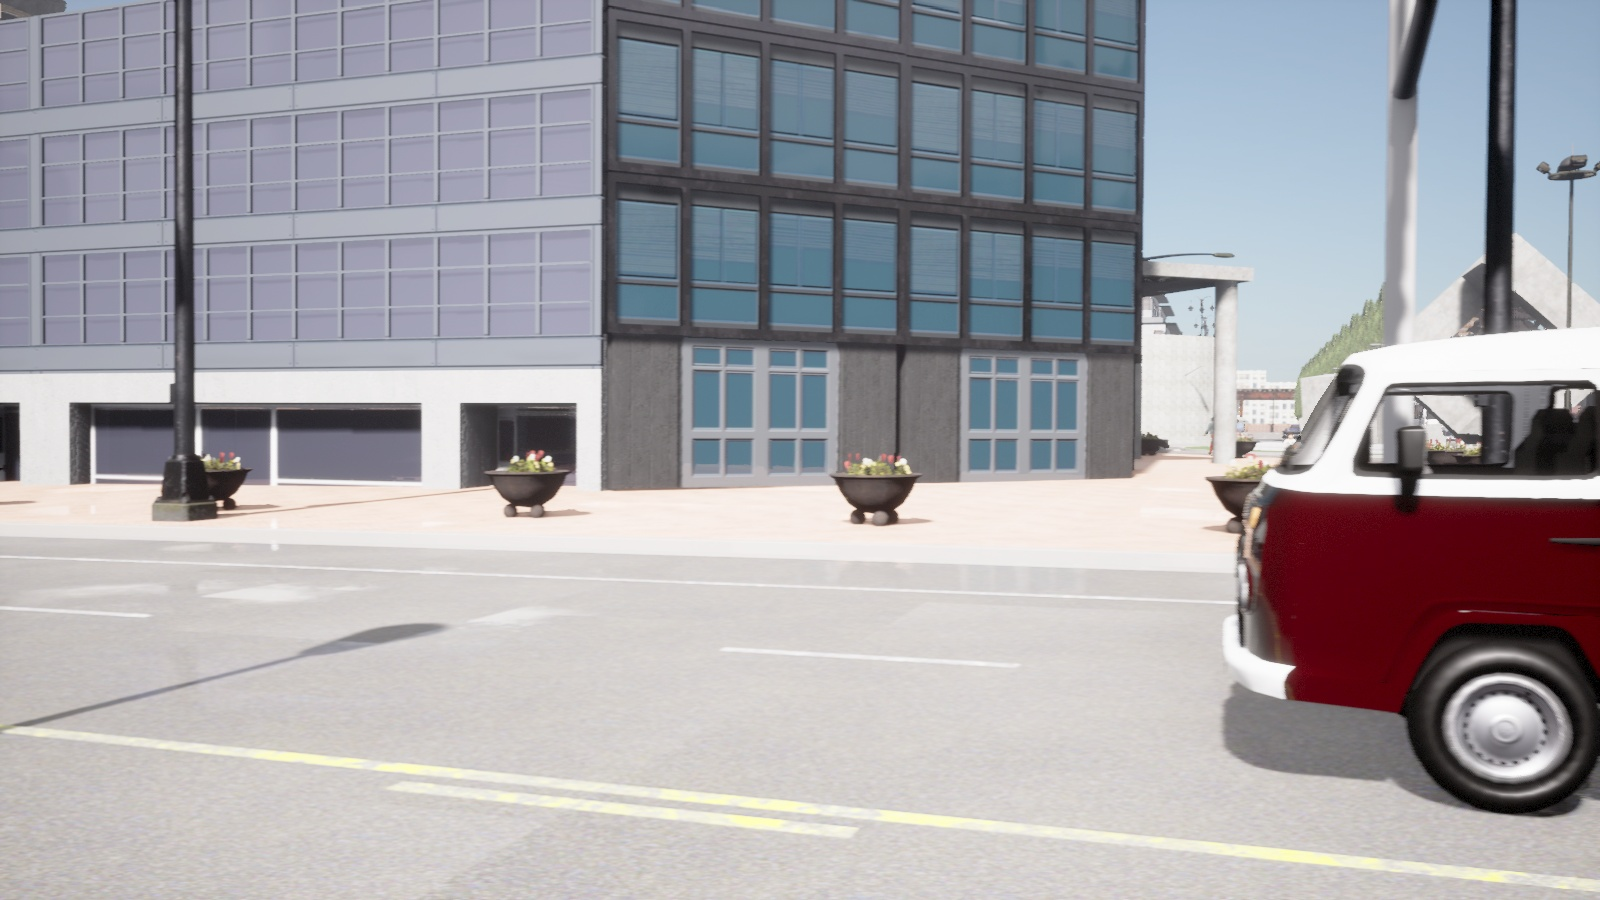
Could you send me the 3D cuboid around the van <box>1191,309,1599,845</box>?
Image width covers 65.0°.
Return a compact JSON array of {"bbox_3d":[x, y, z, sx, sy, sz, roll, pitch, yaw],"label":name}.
[{"bbox_3d":[4.091,0.475,5.504,4.480,2.038,2.069,1,1,19],"label":"van"}]
